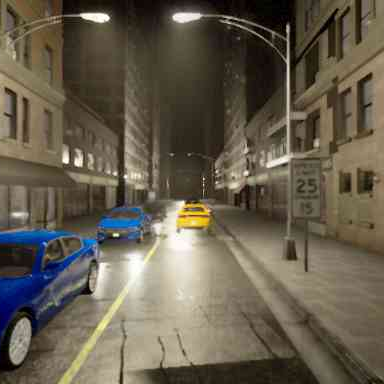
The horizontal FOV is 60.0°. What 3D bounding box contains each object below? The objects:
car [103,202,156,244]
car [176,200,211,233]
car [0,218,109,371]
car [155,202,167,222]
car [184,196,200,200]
[{"bbox_3d":[-3.084,1.476,16.053,1.882,1.535,5.008,0,0,0],"label":"car"},{"bbox_3d":[0.090,1.475,19.757,1.882,1.535,5.008,0,0,0],"label":"car"},{"bbox_3d":[-3.095,1.477,5.869,1.882,1.535,5.008,0,0,0],"label":"car"},{"bbox_3d":[-3.013,1.546,26.642,2.033,1.411,5.357,0,0,0],"label":"car"},{"bbox_3d":[0.045,1.356,44.152,2.097,1.767,4.553,0,0,0],"label":"car"}]
